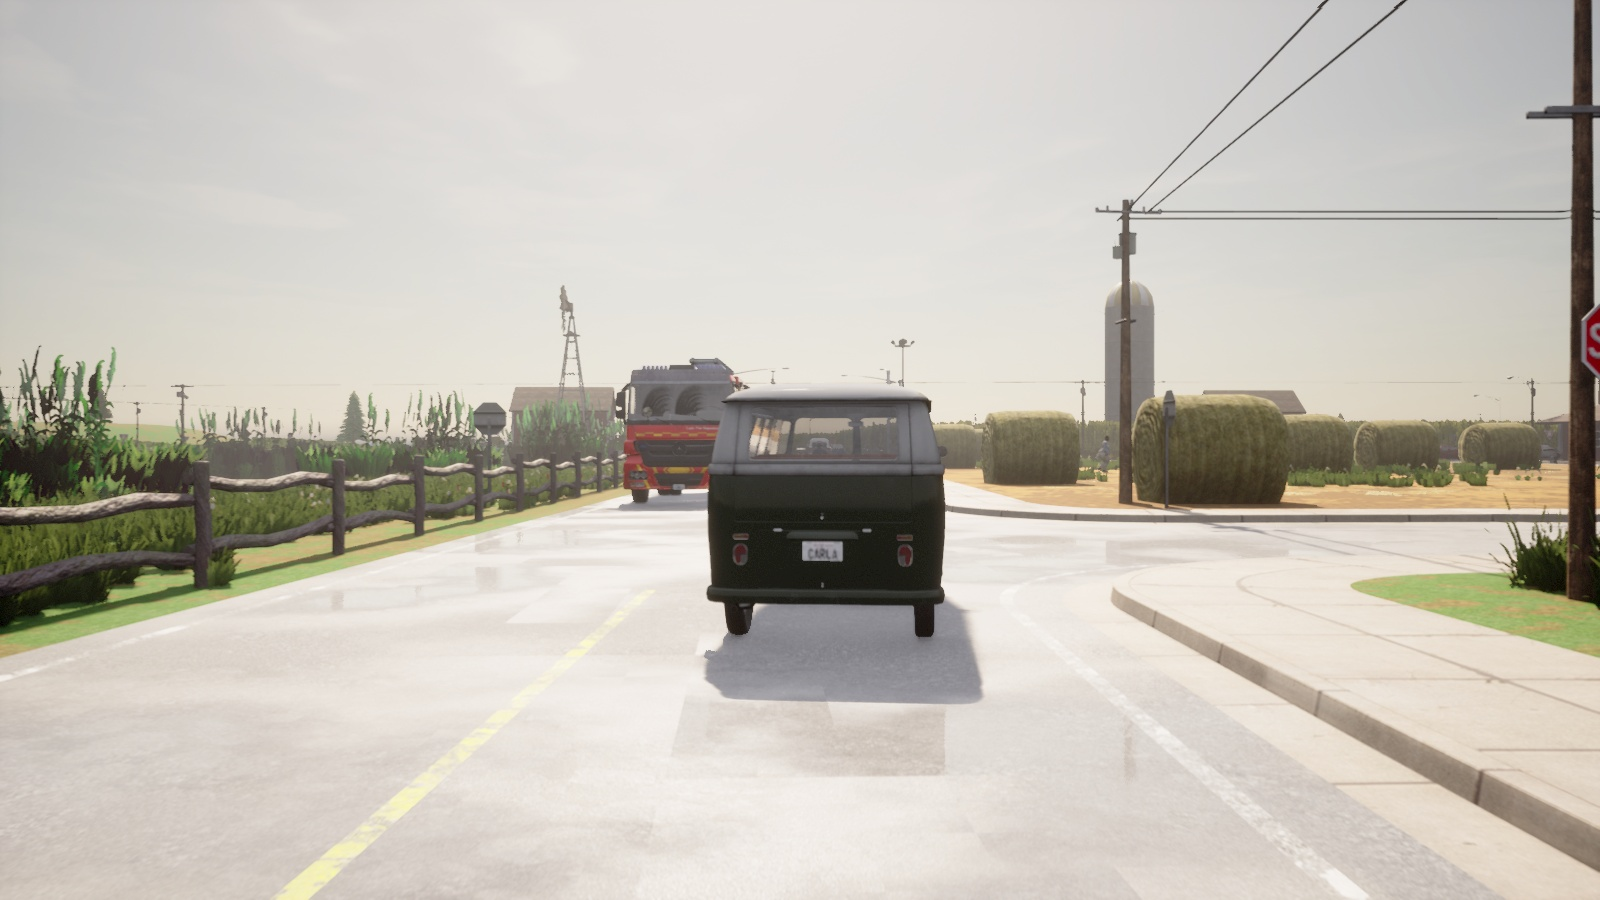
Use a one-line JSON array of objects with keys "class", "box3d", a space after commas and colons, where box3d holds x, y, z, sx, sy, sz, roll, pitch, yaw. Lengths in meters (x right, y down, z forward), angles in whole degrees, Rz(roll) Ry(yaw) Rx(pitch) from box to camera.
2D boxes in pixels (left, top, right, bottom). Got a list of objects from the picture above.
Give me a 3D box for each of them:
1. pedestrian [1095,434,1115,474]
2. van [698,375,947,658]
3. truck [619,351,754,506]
[{"class": "pedestrian", "box3d": [14.575, 0.184, 59.975, 0.900, 1.855, 0.874, 0, 0, 13]}, {"class": "van", "box3d": [0.390, 0.458, 11.114, 1.775, 1.987, 4.442, 0, 0, 6]}, {"class": "truck", "box3d": [-2.957, -0.553, 35.188, 2.891, 3.827, 8.468, 0, 0, 1]}]
